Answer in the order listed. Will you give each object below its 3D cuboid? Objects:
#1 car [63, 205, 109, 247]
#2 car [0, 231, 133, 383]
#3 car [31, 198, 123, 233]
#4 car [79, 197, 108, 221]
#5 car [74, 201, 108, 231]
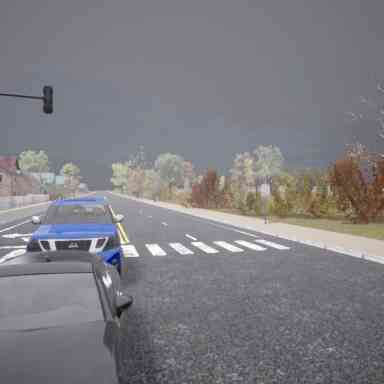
[{"bbox_3d":[-4.997,1.498,16.090,1.837,1.490,4.892,0,0,-15],"label":"car"},{"bbox_3d":[-1.725,1.524,3.923,1.812,1.442,4.674,0,0,-13],"label":"car"},{"bbox_3d":[-3.352,1.218,10.015,2.150,2.045,5.566,0,0,-15],"label":"car"},{"bbox_3d":[-8.103,1.336,27.575,2.097,1.767,4.553,0,0,-15],"label":"car"},{"bbox_3d":[-6.554,1.467,21.839,1.882,1.535,5.008,0,0,-15],"label":"car"}]
